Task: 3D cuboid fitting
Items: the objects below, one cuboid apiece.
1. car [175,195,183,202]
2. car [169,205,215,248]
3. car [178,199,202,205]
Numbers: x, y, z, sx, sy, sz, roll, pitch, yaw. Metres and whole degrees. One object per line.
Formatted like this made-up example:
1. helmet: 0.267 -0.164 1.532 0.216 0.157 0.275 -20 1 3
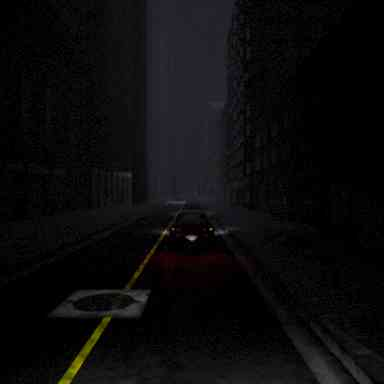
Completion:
1. car: -3.000 1.475 76.740 1.812 1.442 4.674 0 0 0
2. car: 0.000 1.526 14.650 1.812 1.442 4.674 0 0 0
3. car: 0.000 1.554 29.650 1.994 1.385 4.181 0 0 0
